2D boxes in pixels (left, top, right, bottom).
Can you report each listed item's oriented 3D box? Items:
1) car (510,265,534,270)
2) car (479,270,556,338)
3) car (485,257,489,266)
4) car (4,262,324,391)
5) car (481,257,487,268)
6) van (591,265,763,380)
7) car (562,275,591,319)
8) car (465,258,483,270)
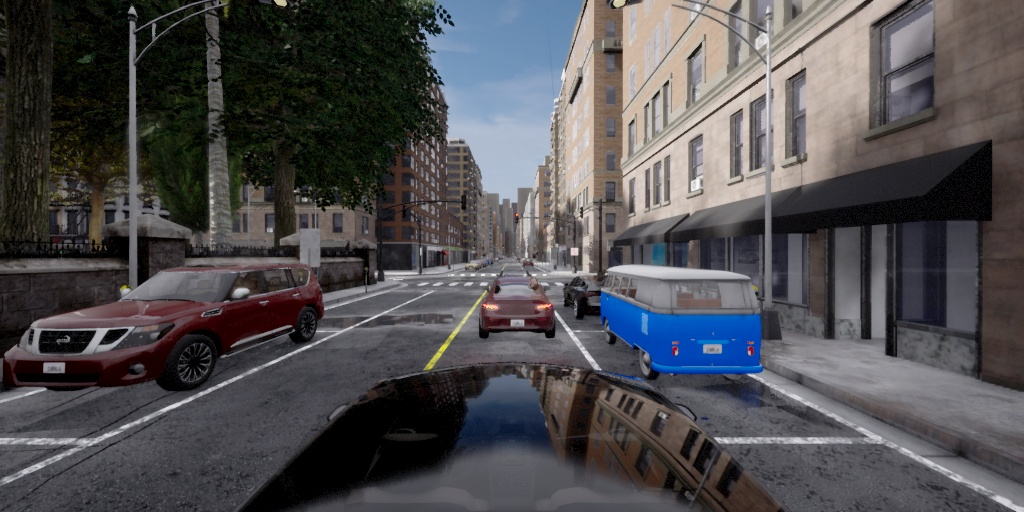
[{"bbox_3d":[0.116,1.345,18.831,1.895,1.301,4.718,0,0,-1],"label":"car"},{"bbox_3d":[0.125,1.274,10.009,1.812,1.442,4.674,0,0,0],"label":"car"},{"bbox_3d":[-5.525,1.265,61.538,1.888,1.381,4.507,0,0,0],"label":"car"},{"bbox_3d":[-5.656,1.064,6.948,2.192,1.841,5.009,0,0,0],"label":"car"},{"bbox_3d":[-5.538,1.271,56.087,2.007,1.370,4.403,0,0,0],"label":"car"},{"bbox_3d":[2.869,1.090,6.968,1.690,1.789,3.998,0,0,0],"label":"van"},{"bbox_3d":[2.883,1.313,12.628,1.948,1.339,4.313,0,0,0],"label":"car"},{"bbox_3d":[-5.552,1.248,50.467,1.751,1.417,4.829,0,0,0],"label":"car"}]
